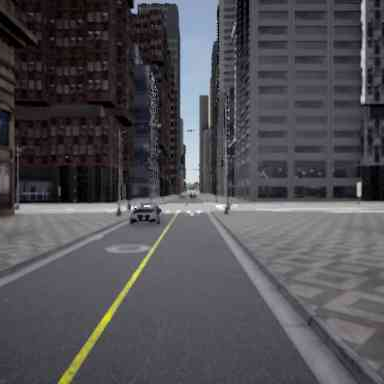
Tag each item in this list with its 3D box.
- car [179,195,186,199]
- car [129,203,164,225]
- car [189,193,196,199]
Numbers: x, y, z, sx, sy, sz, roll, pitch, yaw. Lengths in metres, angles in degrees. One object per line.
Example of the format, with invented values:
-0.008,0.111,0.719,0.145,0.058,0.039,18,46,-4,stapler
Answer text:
-2.744,1.365,94.030,1.895,1.301,4.718,0,0,0,car
-3.085,1.499,23.230,1.994,1.385,4.181,0,0,0,car
0.246,1.172,92.147,1.882,1.535,5.008,0,0,0,car
